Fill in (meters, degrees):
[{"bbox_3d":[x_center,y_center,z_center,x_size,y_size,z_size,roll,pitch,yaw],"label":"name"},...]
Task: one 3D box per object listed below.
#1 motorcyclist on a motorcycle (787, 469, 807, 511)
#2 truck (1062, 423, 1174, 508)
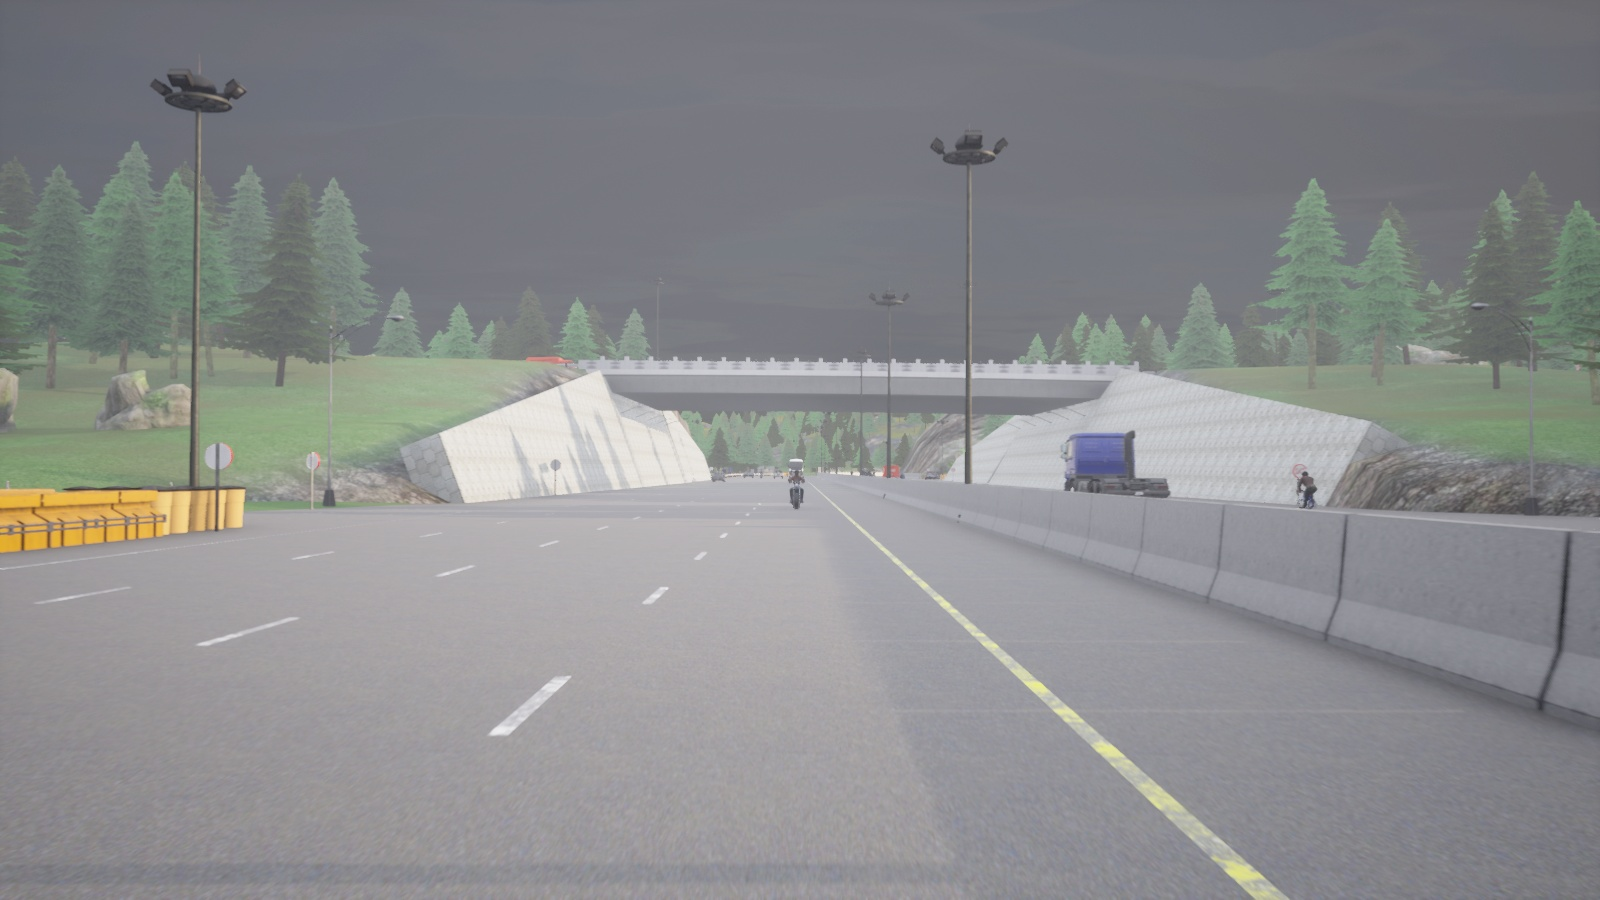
[{"bbox_3d":[-0.124,1.624,51.276,0.766,1.649,2.350,0,-1,0],"label":"motorcyclist on a motorcycle"},{"bbox_3d":[13.862,0.704,55.416,2.891,3.462,7.936,0,-1,0],"label":"truck"}]
